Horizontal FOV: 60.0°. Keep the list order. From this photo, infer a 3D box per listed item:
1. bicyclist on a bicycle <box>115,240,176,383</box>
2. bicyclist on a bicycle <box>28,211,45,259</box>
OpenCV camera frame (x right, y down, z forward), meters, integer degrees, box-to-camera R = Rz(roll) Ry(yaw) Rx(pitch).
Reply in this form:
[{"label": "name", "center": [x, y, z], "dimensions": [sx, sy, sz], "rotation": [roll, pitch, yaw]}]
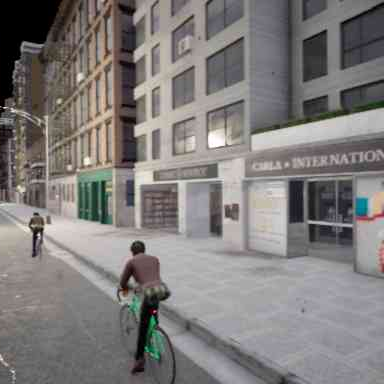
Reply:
[{"label": "bicyclist on a bicycle", "center": [-0.625, 1.458, 4.246], "dimensions": [0.582, 1.620, 1.656], "rotation": [-1, 0, -33]}, {"label": "bicyclist on a bicycle", "center": [-5.492, 1.516, 11.812], "dimensions": [0.582, 1.620, 1.656], "rotation": [-1, 0, -33]}]
